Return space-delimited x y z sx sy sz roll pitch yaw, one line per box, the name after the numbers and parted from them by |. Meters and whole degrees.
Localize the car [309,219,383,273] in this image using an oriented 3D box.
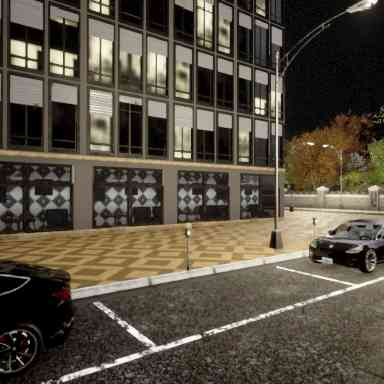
5.589 1.562 10.645 4.313 1.339 1.947 0 0 -36 | car

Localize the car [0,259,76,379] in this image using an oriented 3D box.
-3.641 1.566 3.960 4.313 1.339 1.947 0 0 -36 | car
